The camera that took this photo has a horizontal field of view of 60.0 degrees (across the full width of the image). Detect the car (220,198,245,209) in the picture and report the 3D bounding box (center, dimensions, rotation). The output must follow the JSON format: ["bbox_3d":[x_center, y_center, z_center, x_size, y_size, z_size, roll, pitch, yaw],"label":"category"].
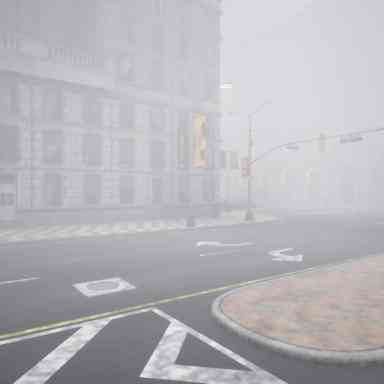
[{"bbox_3d":[4.065,1.547,44.383,2.033,1.411,5.357,0,0,-36],"label":"car"}]

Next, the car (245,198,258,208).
[{"bbox_3d":[7.080,1.564,46.199,1.994,1.385,4.181,0,0,-36],"label":"car"}]
